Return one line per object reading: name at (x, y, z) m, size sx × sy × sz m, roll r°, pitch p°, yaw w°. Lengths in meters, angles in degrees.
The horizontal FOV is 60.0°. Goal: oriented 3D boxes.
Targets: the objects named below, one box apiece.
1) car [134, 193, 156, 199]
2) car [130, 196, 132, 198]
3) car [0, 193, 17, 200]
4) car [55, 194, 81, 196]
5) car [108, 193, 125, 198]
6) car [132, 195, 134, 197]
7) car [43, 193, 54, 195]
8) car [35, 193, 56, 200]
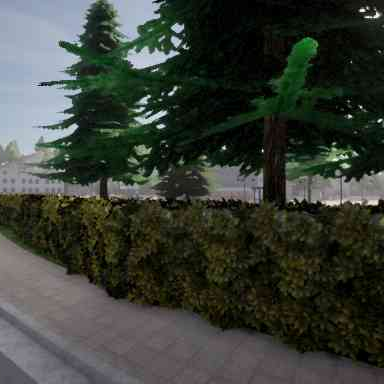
car at (-7.949, 1.384, 60.636) m, size 3.806 × 1.475 × 1.970 m, roll 0°, pitch 0°, yaw -36°
car at (-12.946, 1.077, 79.837) m, size 3.866 × 1.878 × 1.905 m, roll 0°, pitch 0°, yaw -36°
car at (-44.668, 1.077, 80.711) m, size 3.866 × 1.878 × 1.905 m, roll 0°, pitch 0°, yaw -36°
car at (-23.873, 1.320, 63.962) m, size 3.633 × 1.501 × 1.845 m, roll 0°, pitch 0°, yaw -36°
car at (-20.412, 1.154, 90.228) m, size 5.027 × 1.636 × 2.152 m, roll 0°, pitch 0°, yaw -36°
car at (-10.916, 1.097, 77.718) m, size 4.605 × 1.855 × 1.932 m, roll 0°, pitch 0°, yaw -36°
car at (-29.670, 1.298, 72.102) m, size 4.514 × 1.523 × 2.007 m, roll 0°, pitch 0°, yaw -36°
car at (-36.361, 1.097, 82.633) m, size 4.605 × 1.855 × 1.932 m, roll 0°, pitch 0°, yaw -36°
